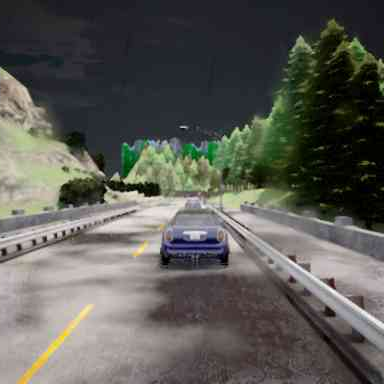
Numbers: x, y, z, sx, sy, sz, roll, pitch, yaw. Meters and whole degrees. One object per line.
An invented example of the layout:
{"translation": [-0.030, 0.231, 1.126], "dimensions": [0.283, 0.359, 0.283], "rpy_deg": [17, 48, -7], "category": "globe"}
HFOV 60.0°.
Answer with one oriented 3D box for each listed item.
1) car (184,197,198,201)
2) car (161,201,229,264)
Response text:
{"translation": [0.112, 1.613, 37.419], "dimensions": [2.033, 1.411, 5.357], "rpy_deg": [0, 0, 0], "category": "car"}
{"translation": [0.094, 1.372, 12.078], "dimensions": [2.097, 1.767, 4.553], "rpy_deg": [0, 0, 0], "category": "car"}
